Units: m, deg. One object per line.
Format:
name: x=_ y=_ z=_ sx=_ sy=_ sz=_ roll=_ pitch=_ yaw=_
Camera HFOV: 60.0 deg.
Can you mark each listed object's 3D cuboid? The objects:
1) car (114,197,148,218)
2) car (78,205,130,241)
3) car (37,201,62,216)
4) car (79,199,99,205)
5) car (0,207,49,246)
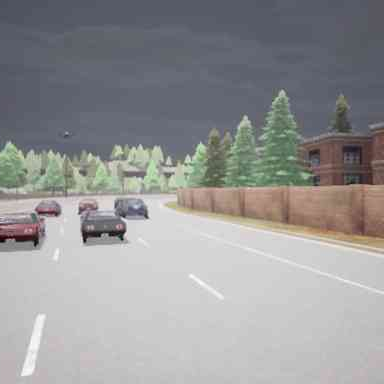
car: x=-5.200 y=1.283 z=28.731 sx=2.097 sy=1.767 sz=4.553 roll=0 pitch=0 yaw=-19
car: x=-4.507 y=1.555 z=16.394 sx=1.895 sy=1.301 sz=4.718 roll=0 pitch=0 yaw=-20
car: x=-13.185 y=1.465 z=30.691 sx=1.994 sy=1.385 sz=4.181 roll=0 pitch=0 yaw=-17
car: x=-10.112 y=1.433 z=32.651 sx=1.812 sy=1.442 sz=4.674 roll=0 pitch=0 yaw=-17
car: x=-7.630 y=1.551 z=14.738 sx=1.895 sy=1.301 sz=4.718 roll=0 pitch=0 yaw=-20
